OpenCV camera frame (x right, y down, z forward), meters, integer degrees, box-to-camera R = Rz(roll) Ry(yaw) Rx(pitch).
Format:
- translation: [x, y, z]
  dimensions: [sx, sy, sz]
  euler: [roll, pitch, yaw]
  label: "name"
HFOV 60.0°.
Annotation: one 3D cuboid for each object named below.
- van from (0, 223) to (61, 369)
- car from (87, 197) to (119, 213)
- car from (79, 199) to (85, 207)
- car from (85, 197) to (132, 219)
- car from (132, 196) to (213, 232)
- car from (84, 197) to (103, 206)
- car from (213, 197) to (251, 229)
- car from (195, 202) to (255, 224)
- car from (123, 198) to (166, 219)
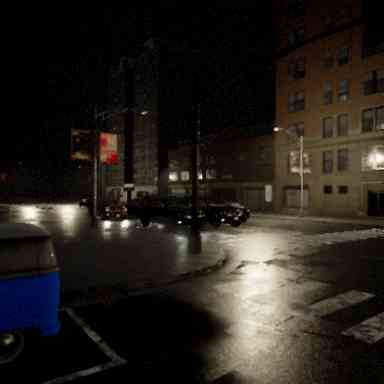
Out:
- translation: [-3.730, 1.336, 4.099]
  dimensions: [3.998, 1.788, 1.690]
  euler: [0, 0, -35]
  label: "van"
- translation: [-10.564, 1.463, 39.326]
  dimensions: [2.097, 1.767, 4.553]
  euler: [1, 0, -37]
  label: "car"
- translation: [-16.632, 1.719, 53.414]
  dimensions: [1.994, 1.385, 4.181]
  euler: [1, 0, -36]
  label: "car"
- translation: [-7.512, 1.424, 29.665]
  dimensions: [2.097, 1.767, 4.553]
  euler: [1, 0, -36]
  label: "car"
- translation: [-1.438, 1.291, 21.374]
  dimensions: [2.150, 2.045, 5.566]
  euler: [1, -1, -36]
  label: "car"
- translation: [-18.170, 1.700, 61.006]
  dimensions: [1.837, 1.490, 4.892]
  euler: [1, -1, -36]
  label: "car"
- translation: [1.189, 1.326, 23.284]
  dimensions: [2.150, 2.045, 5.566]
  euler: [1, 0, -36]
  label: "car"
- translation: [2.603, 1.634, 27.162]
  dimensions: [2.128, 1.511, 4.902]
  euler: [1, 0, -36]
  label: "car"
- translation: [-4.522, 1.460, 31.082]
  dimensions: [2.097, 1.767, 4.553]
  euler: [1, 0, -36]
  label: "car"
